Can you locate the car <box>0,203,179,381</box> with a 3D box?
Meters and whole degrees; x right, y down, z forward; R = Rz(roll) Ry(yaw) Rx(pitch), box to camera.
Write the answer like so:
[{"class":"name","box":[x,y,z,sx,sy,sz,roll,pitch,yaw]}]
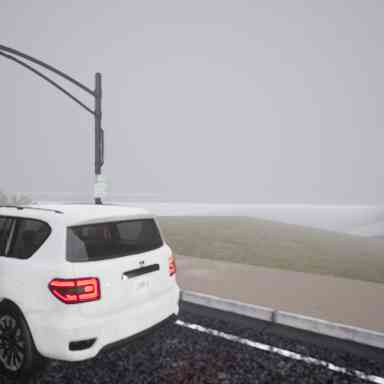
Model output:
[{"class":"car","box":[-2.793,1.215,5.691,5.566,2.045,2.150,0,0,36]}]
